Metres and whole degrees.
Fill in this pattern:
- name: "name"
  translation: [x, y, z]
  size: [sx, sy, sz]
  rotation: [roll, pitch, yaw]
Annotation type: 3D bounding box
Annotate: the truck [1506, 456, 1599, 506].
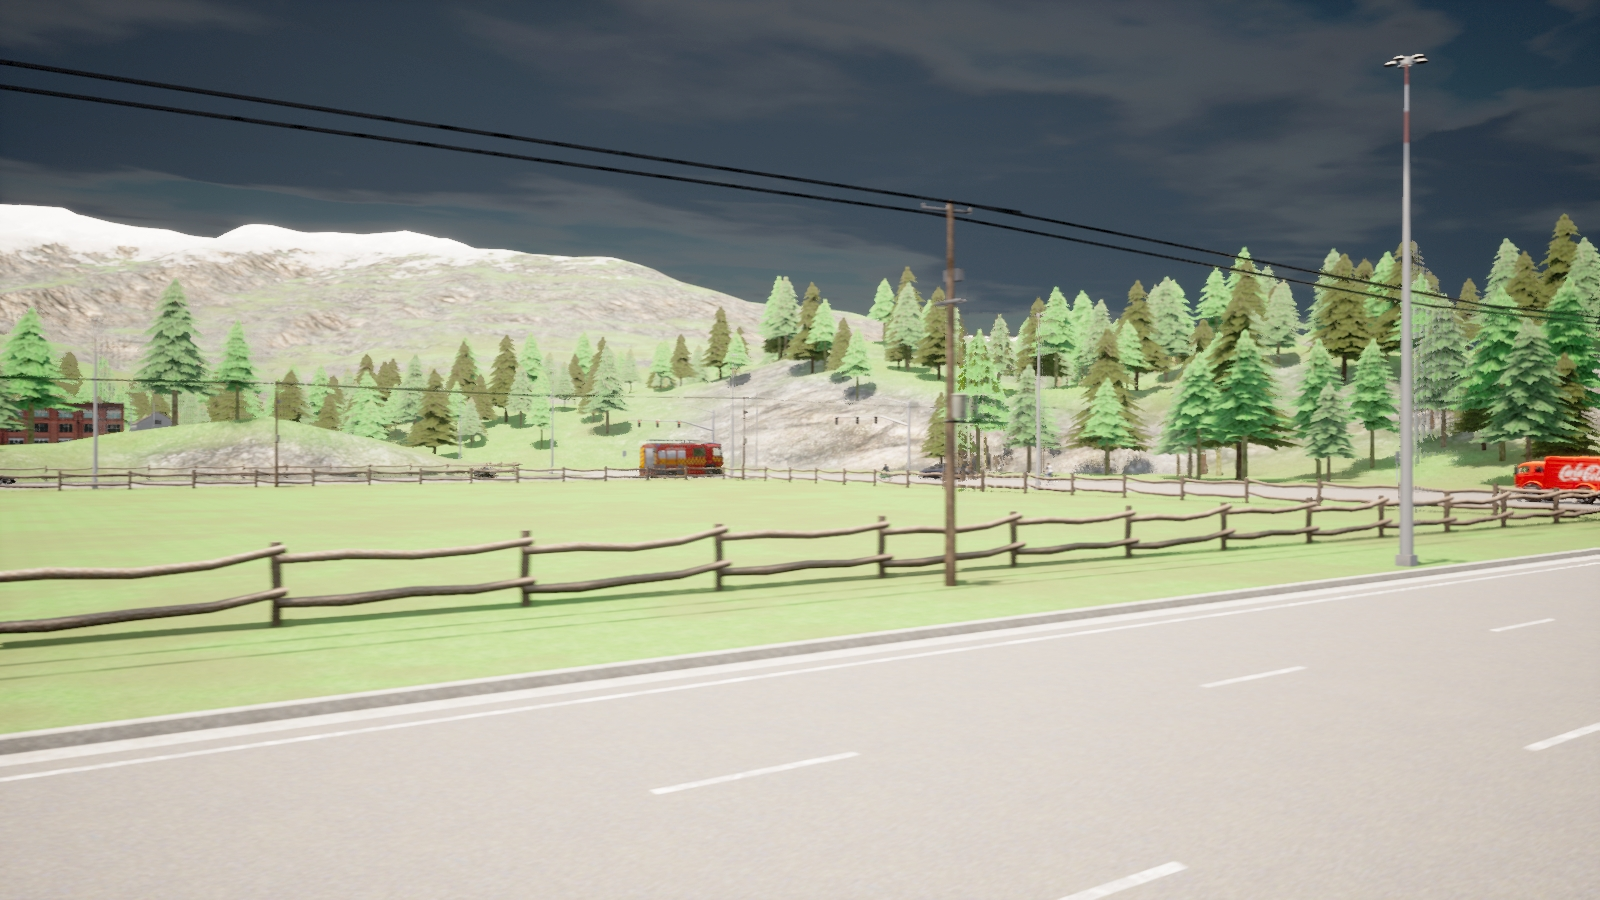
- name: "truck"
  translation: [40.556, 1.570, 60.055]
  size: [2.627, 2.467, 5.204]
  rotation: [0, 0, -29]
